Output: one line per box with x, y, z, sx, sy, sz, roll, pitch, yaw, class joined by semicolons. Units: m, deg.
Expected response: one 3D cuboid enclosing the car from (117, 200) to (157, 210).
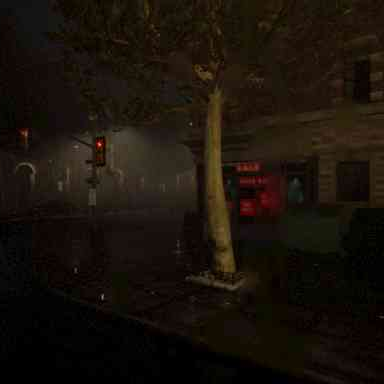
-6.528;1.601;41.334;1.895;1.301;4.718;0;0;36;car

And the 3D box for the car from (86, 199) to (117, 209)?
-11.959;1.595;45.174;1.895;1.301;4.718;0;0;36;car

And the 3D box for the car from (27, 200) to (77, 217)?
-13.376;1.526;31.956;1.812;1.442;4.674;0;0;36;car
